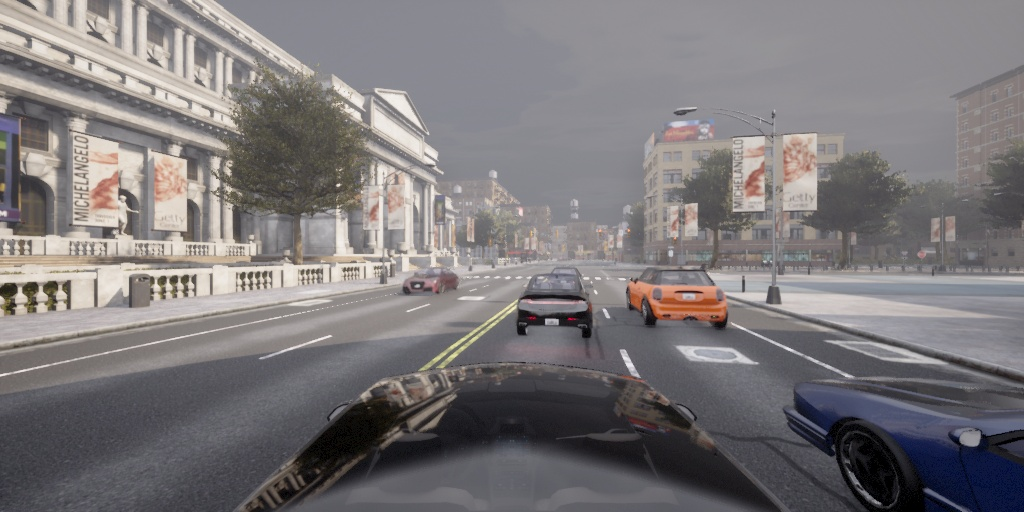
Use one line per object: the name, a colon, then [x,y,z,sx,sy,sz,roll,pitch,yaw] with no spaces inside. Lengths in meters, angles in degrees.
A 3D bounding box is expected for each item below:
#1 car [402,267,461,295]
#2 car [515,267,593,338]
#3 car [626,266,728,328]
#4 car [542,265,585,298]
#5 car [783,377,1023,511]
car: [-4.318,1.314,19.705,1.994,1.385,4.181,0,0,11]
car: [1.270,1.241,10.287,2.128,1.511,4.902,0,0,9]
car: [5.053,1.101,11.626,2.097,1.767,4.553,0,0,10]
car: [2.945,1.297,19.763,2.033,1.411,5.357,0,0,11]
car: [3.644,1.297,1.122,2.033,1.411,5.357,0,0,1]
